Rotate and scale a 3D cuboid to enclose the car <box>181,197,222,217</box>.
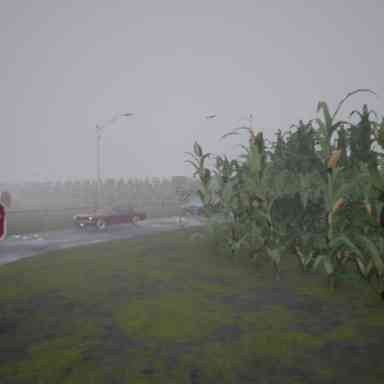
[{"bbox_3d":[0.816,1.220,29.559,2.097,1.767,4.553,-1,0,34],"label":"car"}]

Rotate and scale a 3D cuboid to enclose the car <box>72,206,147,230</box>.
[{"bbox_3d":[-5.107,1.569,20.984,1.895,1.301,4.718,-1,0,35],"label":"car"}]
